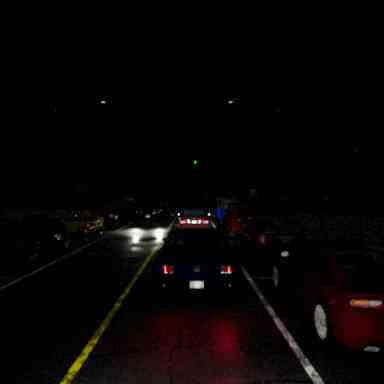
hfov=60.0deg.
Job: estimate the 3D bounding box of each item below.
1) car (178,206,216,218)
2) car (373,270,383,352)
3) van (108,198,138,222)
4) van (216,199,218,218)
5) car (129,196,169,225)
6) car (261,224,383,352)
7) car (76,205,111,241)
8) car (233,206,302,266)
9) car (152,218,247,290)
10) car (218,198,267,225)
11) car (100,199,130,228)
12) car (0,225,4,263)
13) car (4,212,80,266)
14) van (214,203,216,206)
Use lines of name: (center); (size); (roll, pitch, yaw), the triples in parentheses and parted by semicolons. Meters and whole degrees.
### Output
car: (0.116, 1.619, 19.880); (2.033, 1.411, 5.357); (0, 0, 0)
car: (2.761, 1.529, 1.008); (1.752, 1.417, 4.829); (0, 0, 0)
van: (-5.741, 1.443, 28.034); (1.690, 1.788, 3.998); (0, 0, 0)
van: (2.779, 1.422, 22.589); (1.690, 1.788, 3.998); (0, 0, 0)
car: (-2.981, 1.300, 25.172); (2.150, 2.045, 5.566); (0, 0, 0)
car: (2.766, 1.567, 6.275); (1.887, 1.381, 4.507); (0, 0, 0)
car: (-5.750, 1.586, 16.988); (1.752, 1.417, 4.829); (0, 0, 0)
car: (2.770, 1.482, 11.713); (1.967, 1.590, 4.097); (0, 0, 0)
car: (0.107, 1.633, 9.095); (1.895, 1.301, 4.718); (0, 0, 0)
car: (2.775, 1.376, 17.151); (2.192, 1.841, 5.009); (0, 0, 0)
car: (-5.746, 1.521, 22.595); (1.967, 1.590, 4.097); (0, 0, 0)
car: (-5.760, 1.547, 6.113); (1.752, 1.417, 4.829); (0, 0, 0)
car: (-5.755, 1.607, 11.720); (1.947, 1.339, 4.313); (0, 0, 0)
van: (2.784, 1.443, 28.026); (1.690, 1.788, 3.998); (0, 0, 0)
